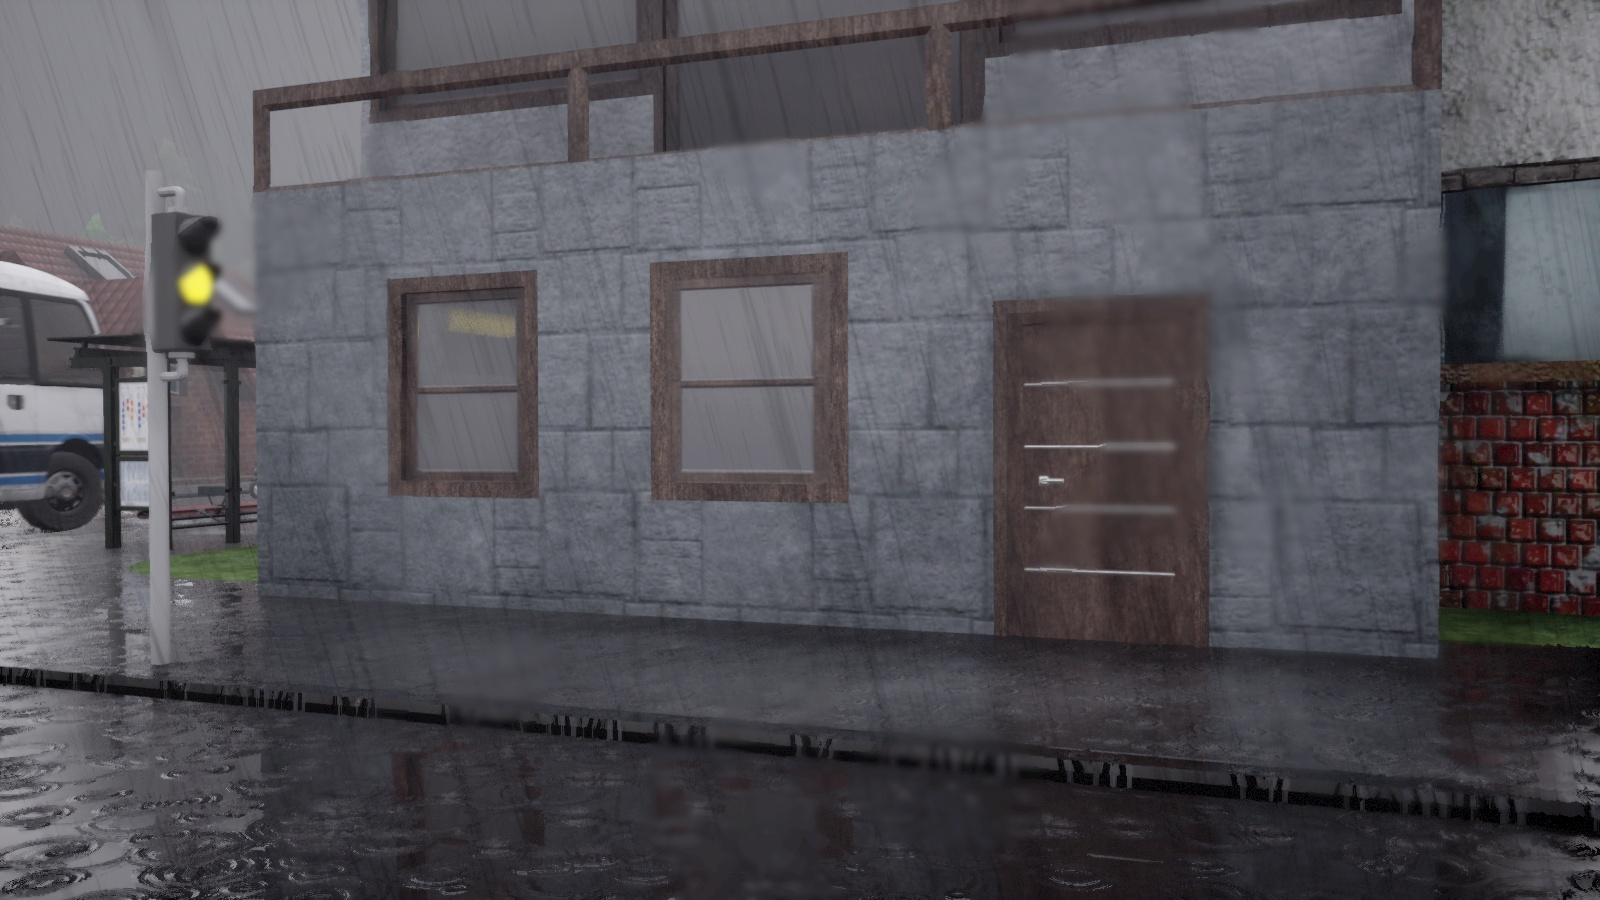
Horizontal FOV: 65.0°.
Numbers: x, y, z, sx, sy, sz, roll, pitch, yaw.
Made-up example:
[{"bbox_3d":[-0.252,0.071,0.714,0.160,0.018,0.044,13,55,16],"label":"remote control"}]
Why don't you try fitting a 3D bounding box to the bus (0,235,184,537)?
[{"bbox_3d":[-13.303,-0.873,17.075,3.944,4.253,10.273,0,1,6],"label":"bus"}]
